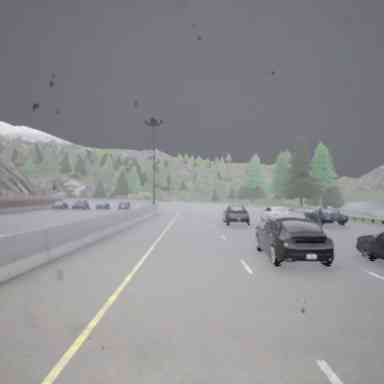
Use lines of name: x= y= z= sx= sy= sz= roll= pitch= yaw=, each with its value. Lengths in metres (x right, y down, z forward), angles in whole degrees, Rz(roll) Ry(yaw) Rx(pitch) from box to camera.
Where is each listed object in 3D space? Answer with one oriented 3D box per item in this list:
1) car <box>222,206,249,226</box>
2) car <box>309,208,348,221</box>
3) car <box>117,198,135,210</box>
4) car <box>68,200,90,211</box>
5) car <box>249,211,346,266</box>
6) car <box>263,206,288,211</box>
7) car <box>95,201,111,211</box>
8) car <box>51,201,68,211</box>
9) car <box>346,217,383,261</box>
car: x=3.543 y=1.868 z=27.192 sx=2.128 sy=1.511 sz=4.902 roll=0 pitch=-1 yaw=1
car: x=10.538 y=1.969 z=26.579 sx=1.895 sy=1.301 sz=4.718 roll=0 pitch=-1 yaw=1
car: x=-11.194 y=2.258 z=55.478 sx=2.128 sy=1.511 sz=4.902 roll=0 pitch=-1 yaw=-4
car: x=-18.129 y=2.102 z=54.208 sx=2.097 sy=1.767 sz=4.553 roll=0 pitch=-1 yaw=-4
car: x=3.543 y=1.676 z=12.218 sx=1.837 sy=1.490 sz=4.892 roll=0 pitch=0 yaw=1
car: x=7.049 y=1.911 z=27.896 sx=1.812 sy=1.442 sz=4.674 roll=0 pitch=-1 yaw=1
car: x=-14.640 y=2.283 z=54.795 sx=1.812 sy=1.442 sz=4.674 roll=0 pitch=-1 yaw=-4
car: x=-21.652 y=2.282 z=54.681 sx=1.812 sy=1.442 sz=4.674 roll=0 pitch=-1 yaw=-4
car: x=7.024 y=1.688 z=10.061 sx=2.033 sy=1.411 sz=5.357 roll=0 pitch=-1 yaw=0
